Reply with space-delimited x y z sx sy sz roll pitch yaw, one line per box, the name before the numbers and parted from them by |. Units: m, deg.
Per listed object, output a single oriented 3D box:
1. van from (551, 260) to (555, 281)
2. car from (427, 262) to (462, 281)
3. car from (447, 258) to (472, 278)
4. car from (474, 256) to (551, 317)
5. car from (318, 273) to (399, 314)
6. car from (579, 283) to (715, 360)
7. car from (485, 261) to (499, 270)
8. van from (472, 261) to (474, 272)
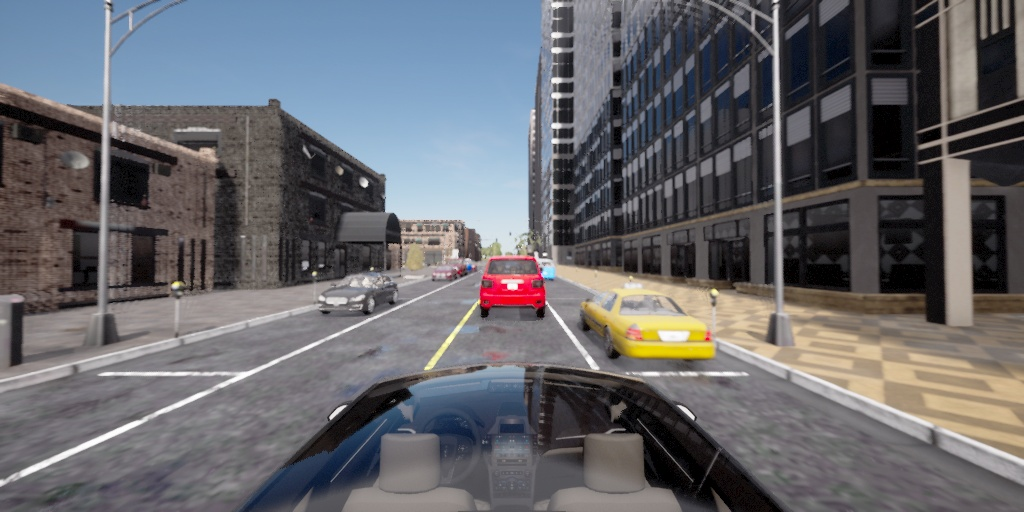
van | 2.665 1.174 30.639 1.690 1.789 3.998 0 0 0
car | -5.683 1.415 30.696 1.802 1.307 4.207 0 0 0
car | -5.681 1.165 36.340 2.192 1.841 5.009 0 0 0
car | 0.039 1.007 13.478 2.150 2.045 5.566 0 0 1
car | -5.687 1.335 13.764 2.007 1.370 4.403 0 0 0
car | 2.660 1.293 8.233 1.751 1.417 4.829 0 0 0
car | -3.029 1.508 56.003 1.895 1.301 4.718 0 0 1
van | -5.680 1.207 41.984 1.690 1.789 3.998 0 0 0
